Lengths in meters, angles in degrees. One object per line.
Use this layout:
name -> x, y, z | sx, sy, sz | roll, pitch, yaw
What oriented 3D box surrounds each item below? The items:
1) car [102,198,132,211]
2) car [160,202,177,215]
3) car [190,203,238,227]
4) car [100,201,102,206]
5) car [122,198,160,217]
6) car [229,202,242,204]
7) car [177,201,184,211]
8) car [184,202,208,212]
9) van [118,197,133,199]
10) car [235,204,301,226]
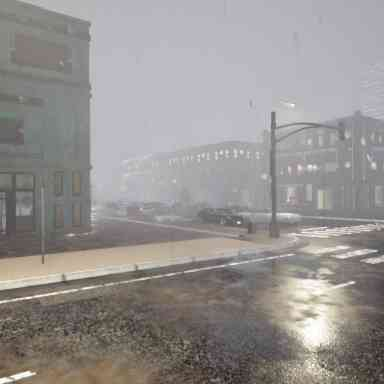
car -> -10.993, 2.016, 49.094 | 2.128, 1.511, 4.902 | -1, 0, -34
car -> -4.181, 1.869, 39.142 | 1.882, 1.535, 5.008 | -1, -1, -34
car -> 2.071, 1.814, 25.260 | 1.947, 1.339, 4.313 | -1, 0, -35
car -> -17.635, 2.227, 68.864 | 1.887, 1.381, 4.507 | -1, 0, -35
car -> -5.702, 1.846, 36.757 | 1.967, 1.590, 4.097 | -1, 0, -35
car -> 4.341, 1.809, 36.953 | 2.008, 1.369, 4.403 | -2, 0, -35
car -> -1.937, 1.965, 46.071 | 1.802, 1.307, 4.206 | -1, 0, -35
car -> 1.202, 1.903, 41.512 | 1.802, 1.307, 4.206 | -1, 0, -35
van -> -11.361, 1.906, 59.747 | 1.690, 1.788, 3.998 | -1, 0, -35
car -> 5.692, 1.793, 24.688 | 1.895, 1.301, 4.718 | -1, 0, -33
